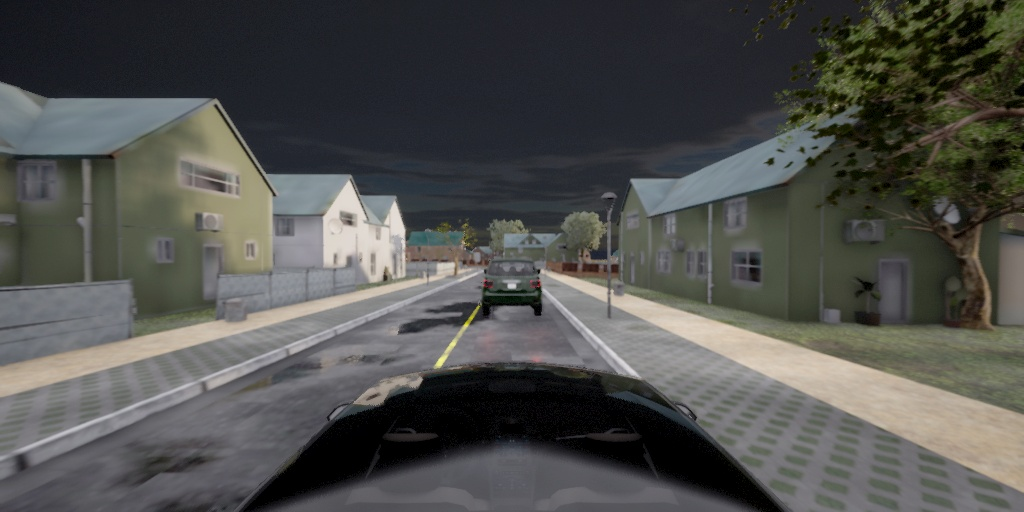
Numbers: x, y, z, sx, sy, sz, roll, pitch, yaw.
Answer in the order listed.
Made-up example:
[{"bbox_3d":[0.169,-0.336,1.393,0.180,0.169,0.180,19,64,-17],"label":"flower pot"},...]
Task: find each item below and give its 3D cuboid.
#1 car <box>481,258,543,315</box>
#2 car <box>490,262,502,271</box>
[{"bbox_3d":[0.008,1.091,14.428,2.150,2.045,5.566,0,0,0],"label":"car"},{"bbox_3d":[-2.767,1.803,61.508,1.837,1.490,4.892,0,-1,0],"label":"car"}]
